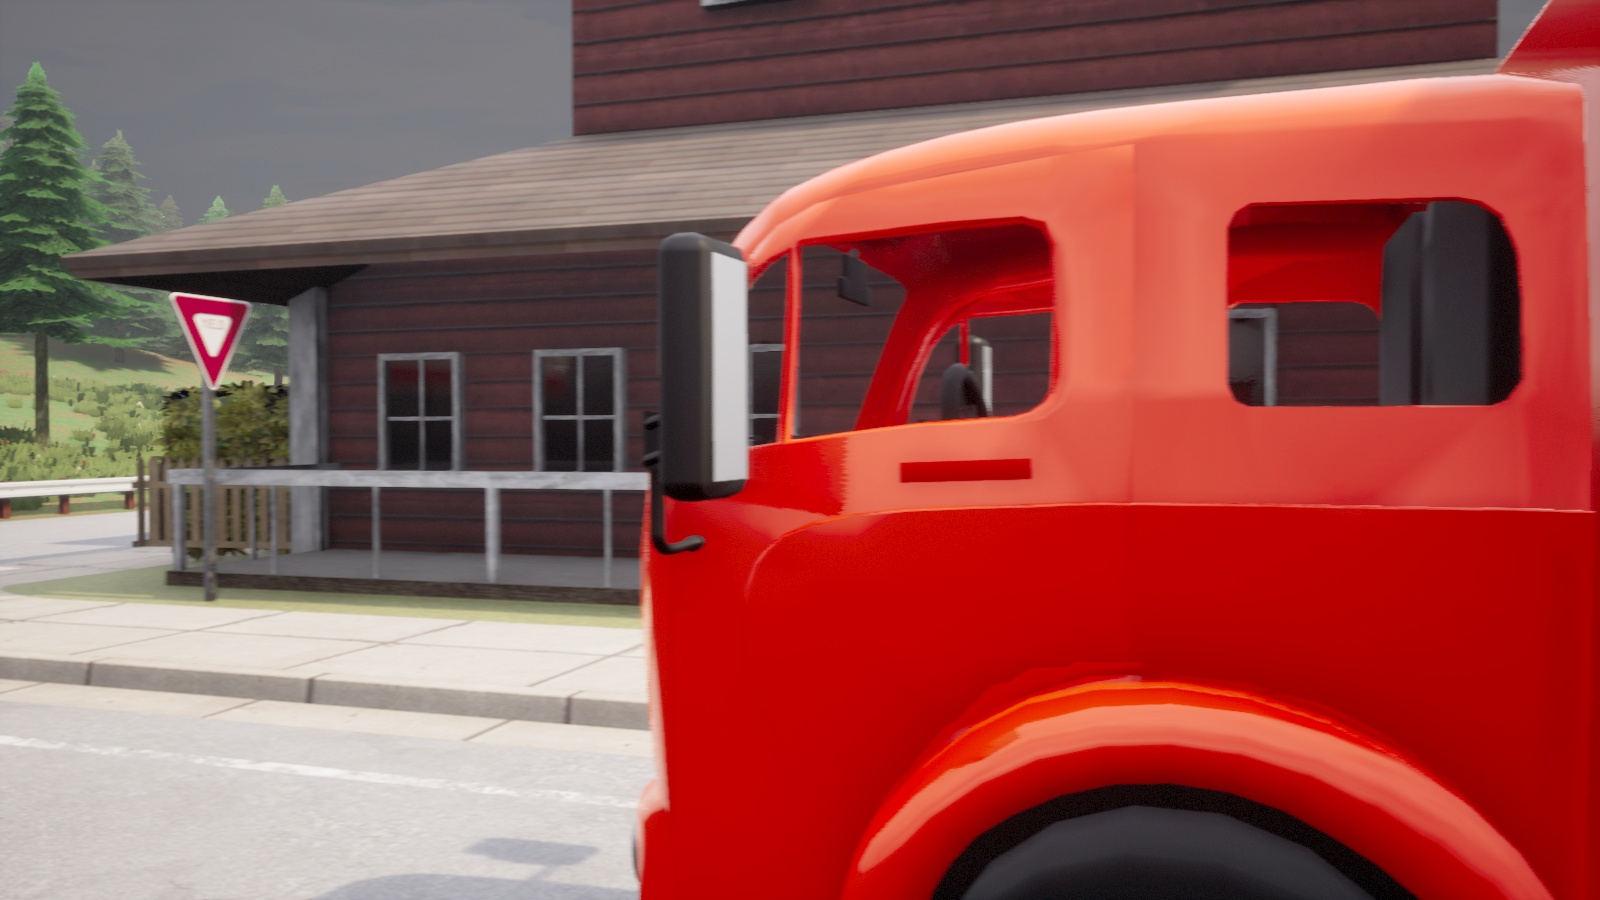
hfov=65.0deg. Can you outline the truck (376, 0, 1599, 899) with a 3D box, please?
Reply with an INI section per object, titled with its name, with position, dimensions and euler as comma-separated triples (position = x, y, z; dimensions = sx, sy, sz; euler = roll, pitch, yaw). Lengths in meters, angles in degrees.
[truck]
position = 2.203, 0.307, 2.445
dimensions = 5.204, 2.467, 2.627
euler = 0, 1, 19
